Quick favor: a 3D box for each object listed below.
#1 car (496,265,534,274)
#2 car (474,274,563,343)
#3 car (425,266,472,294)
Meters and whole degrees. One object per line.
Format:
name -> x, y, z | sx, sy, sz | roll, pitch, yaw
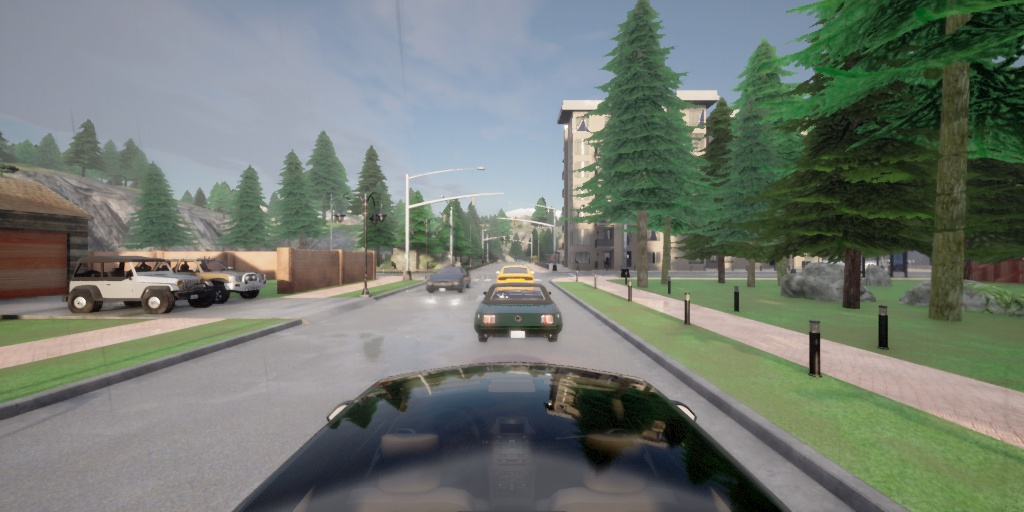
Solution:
car -> 0.174, 1.228, 19.040 | 1.882, 1.535, 5.008 | 0, 0, 0
car -> 0.145, 1.351, 9.700 | 1.895, 1.301, 4.718 | 0, 0, 0
car -> -3.438, 1.298, 20.505 | 2.033, 1.411, 5.357 | 0, 0, 1
